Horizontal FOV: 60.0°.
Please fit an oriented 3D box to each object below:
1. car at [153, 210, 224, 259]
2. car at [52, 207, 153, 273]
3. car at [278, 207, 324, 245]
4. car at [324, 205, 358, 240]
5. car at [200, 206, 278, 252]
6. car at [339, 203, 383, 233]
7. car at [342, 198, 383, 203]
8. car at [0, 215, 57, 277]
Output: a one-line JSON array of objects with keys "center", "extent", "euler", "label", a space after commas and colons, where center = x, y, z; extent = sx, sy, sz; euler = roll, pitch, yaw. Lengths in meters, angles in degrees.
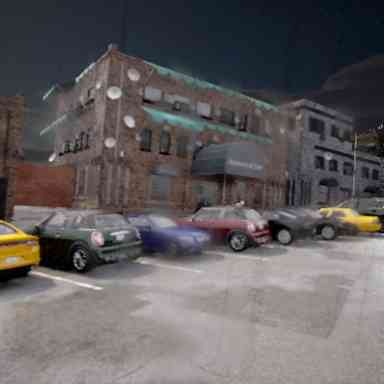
[{"center": [-1.437, 1.536, 12.568], "extent": [4.674, 1.452, 2.002], "euler": [-1, -1, 35], "label": "car"}, {"center": [-3.807, 1.356, 10.841], "extent": [4.553, 1.767, 2.185], "euler": [-1, -1, 35], "label": "car"}, {"center": [3.350, 1.542, 15.954], "extent": [5.008, 1.535, 2.097], "euler": [-1, -1, 35], "label": "car"}, {"center": [5.735, 1.575, 17.658], "extent": [5.008, 1.535, 2.097], "euler": [-1, -1, 35], "label": "car"}, {"center": [0.973, 1.391, 14.241], "extent": [4.553, 1.767, 2.185], "euler": [-1, -1, 35], "label": "car"}, {"center": [7.984, 1.610, 19.454], "extent": [5.366, 1.575, 1.946], "euler": [-1, -1, 35], "label": "car"}, {"center": [10.505, 1.406, 21.057], "extent": [5.566, 2.045, 2.435], "euler": [-1, -1, 35], "label": "car"}, {"center": [-6.216, 1.471, 9.151], "extent": [5.008, 1.535, 2.097], "euler": [-1, -1, 35], "label": "car"}]
